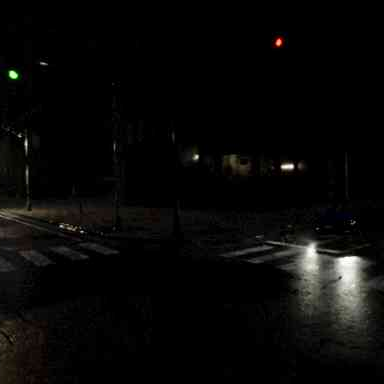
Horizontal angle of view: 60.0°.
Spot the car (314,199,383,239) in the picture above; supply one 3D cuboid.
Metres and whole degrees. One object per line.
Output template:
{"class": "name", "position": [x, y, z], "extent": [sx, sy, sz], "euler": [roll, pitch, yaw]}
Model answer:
{"class": "car", "position": [7.477, 1.114, 15.159], "extent": [5.008, 1.535, 1.882], "euler": [-2, 1, -40]}
